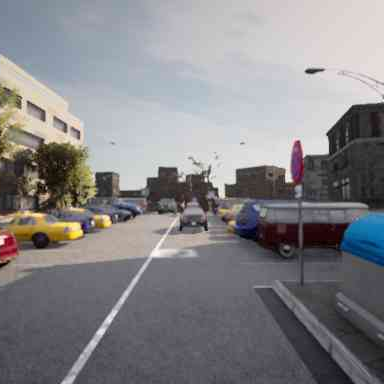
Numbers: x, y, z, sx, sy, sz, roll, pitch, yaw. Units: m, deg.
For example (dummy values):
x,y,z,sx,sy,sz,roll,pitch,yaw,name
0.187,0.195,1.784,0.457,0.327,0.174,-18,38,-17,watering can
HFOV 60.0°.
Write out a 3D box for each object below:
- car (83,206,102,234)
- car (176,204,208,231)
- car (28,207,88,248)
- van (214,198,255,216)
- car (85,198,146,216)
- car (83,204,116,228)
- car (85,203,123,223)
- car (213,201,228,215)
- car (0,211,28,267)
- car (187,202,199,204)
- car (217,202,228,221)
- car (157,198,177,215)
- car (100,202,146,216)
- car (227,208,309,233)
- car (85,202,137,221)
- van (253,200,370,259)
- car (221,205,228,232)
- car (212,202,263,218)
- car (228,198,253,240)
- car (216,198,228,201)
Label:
x,y,z,sx,sy,sz,roll,pitch,yaw,name
-7.679,1.703,17.940,4.792,1.488,2.163,0,-1,0,car
0.098,1.769,22.574,1.812,1.442,4.674,0,-1,0,car
-7.836,1.640,15.148,5.366,1.575,1.946,0,-1,0,car
4.795,1.688,37.741,4.442,1.987,1.878,0,-1,0,van
-7.623,1.572,31.911,5.566,2.045,2.435,0,-1,0,car
-7.836,1.700,20.735,5.366,1.575,1.946,0,-1,0,car
-7.680,1.763,23.528,4.792,1.488,2.163,0,-1,0,car
4.864,1.792,29.255,5.366,1.575,1.946,0,-1,0,car
-7.618,1.458,9.560,4.553,1.767,2.185,0,-1,0,car
0.098,1.939,38.768,1.882,1.535,5.008,0,-1,0,car
4.650,1.795,26.462,4.792,1.488,2.163,0,-1,0,car
-3.060,1.773,41.858,2.150,2.045,5.566,0,-2,0,car
-7.681,1.936,37.474,4.792,1.488,2.163,0,-1,0,car
4.677,1.747,21.006,4.674,1.452,2.002,0,-1,0,car
-7.622,1.822,29.115,4.792,1.488,2.163,0,-1,0,car
4.797,1.391,12.637,4.442,1.987,1.878,0,-1,0,van
4.494,1.673,18.091,5.366,1.575,1.946,0,-1,0,car
4.684,1.861,34.962,5.008,1.535,2.097,0,-1,0,car
4.708,1.396,15.428,5.566,2.045,2.435,0,-1,0,car
4.648,1.701,32.174,4.553,1.767,2.185,0,-1,0,car
